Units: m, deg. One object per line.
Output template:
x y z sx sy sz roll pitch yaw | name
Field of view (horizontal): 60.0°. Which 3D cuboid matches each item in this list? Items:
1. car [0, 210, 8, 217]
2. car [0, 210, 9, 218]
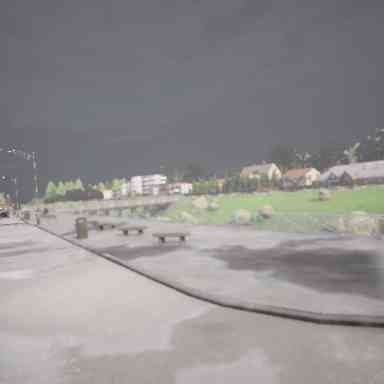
-42.671 4.760 74.690 1.994 1.385 4.181 -5 0 -31 | car
-37.347 4.351 65.742 1.882 1.535 5.008 -5 0 -31 | car
